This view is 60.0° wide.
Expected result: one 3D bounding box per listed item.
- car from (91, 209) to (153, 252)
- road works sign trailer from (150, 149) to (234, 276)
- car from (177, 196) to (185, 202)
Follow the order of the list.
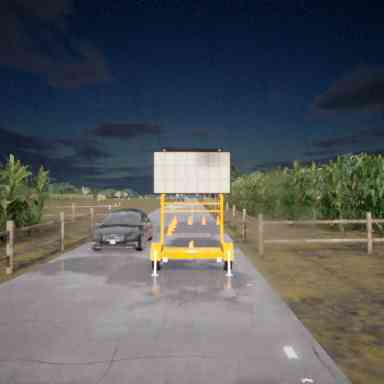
[{"bbox_3d":[-2.749,1.506,13.973,1.837,1.490,4.892,0,0,0],"label":"car"},{"bbox_3d":[0.002,0.465,10.333,2.380,3.560,2.880,0,0,0],"label":"road works sign trailer"},{"bbox_3d":[-2.742,1.783,82.696,1.837,1.490,4.892,0,-1,0],"label":"car"}]
